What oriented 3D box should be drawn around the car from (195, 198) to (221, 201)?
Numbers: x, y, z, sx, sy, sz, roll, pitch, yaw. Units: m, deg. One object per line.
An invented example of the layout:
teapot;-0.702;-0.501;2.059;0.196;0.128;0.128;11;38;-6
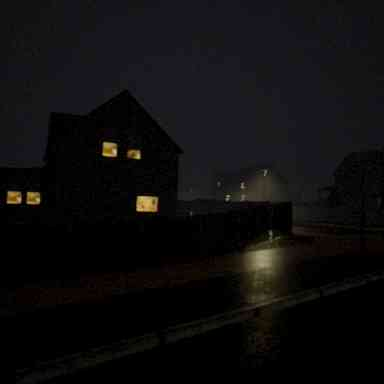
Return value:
car;1.964;1.680;33.853;2.150;2.045;5.566;3;-2;-25
